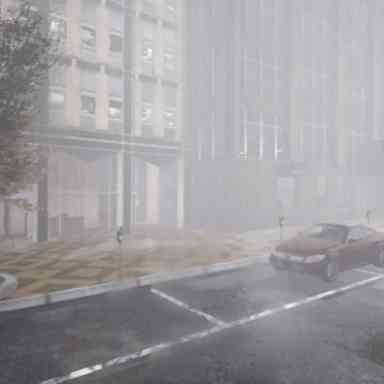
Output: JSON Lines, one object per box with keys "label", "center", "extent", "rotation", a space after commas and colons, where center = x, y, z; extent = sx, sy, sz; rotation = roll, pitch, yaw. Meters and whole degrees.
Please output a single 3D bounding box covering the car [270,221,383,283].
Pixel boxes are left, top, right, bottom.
{"label": "car", "center": [4.052, 1.518, 9.447], "extent": [4.206, 1.307, 1.802], "rotation": [-1, 1, -36]}
